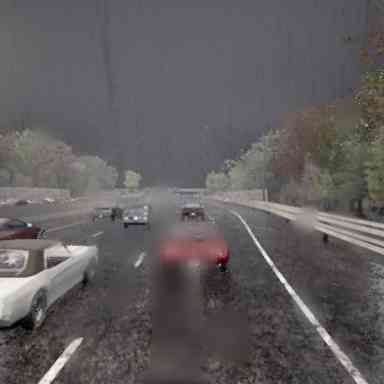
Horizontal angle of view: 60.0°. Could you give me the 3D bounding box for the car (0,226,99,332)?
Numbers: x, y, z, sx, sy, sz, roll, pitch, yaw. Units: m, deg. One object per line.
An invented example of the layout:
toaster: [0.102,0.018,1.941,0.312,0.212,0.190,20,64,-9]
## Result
car: [-3.441,1.639,6.903,1.895,1.301,4.718,0,0,0]

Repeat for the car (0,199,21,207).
car: [-24.584,1.751,46.305,1.882,1.535,5.008,0,-1,0]

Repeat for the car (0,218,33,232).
car: [-6.920,1.631,12.065,1.994,1.385,4.181,0,0,0]

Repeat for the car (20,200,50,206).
car: [-21.086,1.821,46.180,2.033,1.411,5.357,0,0,0]

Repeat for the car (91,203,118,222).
car: [-6.922,1.649,27.749,2.128,1.511,4.902,0,0,0]

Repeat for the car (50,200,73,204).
car: [-17.589,1.840,46.453,1.994,1.385,4.181,0,0,0]

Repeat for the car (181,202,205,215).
car: [0.081,1.645,29.349,1.882,1.535,5.008,0,0,0]

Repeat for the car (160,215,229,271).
car: [0.080,1.663,11.143,1.895,1.301,4.718,0,0,0]

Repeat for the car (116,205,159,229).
car: [-3.438,1.677,22.934,2.033,1.411,5.357,0,0,0]
